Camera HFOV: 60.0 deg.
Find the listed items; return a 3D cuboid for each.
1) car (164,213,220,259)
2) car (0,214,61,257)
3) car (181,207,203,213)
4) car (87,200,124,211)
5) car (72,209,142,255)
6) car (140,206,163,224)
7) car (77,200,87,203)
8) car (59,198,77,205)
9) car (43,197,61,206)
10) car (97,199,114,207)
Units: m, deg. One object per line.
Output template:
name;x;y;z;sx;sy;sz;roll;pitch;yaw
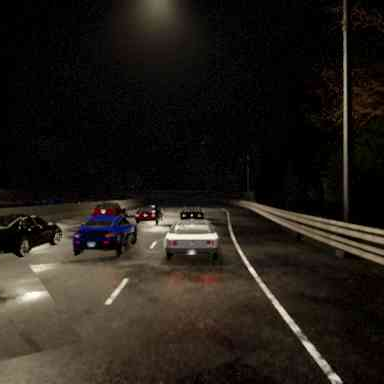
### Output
car;0.011;1.741;13.235;1.895;1.301;4.718;0;-1;0
car;-6.985;1.649;13.482;1.837;1.490;4.892;0;0;1
car;0.001;1.904;28.231;1.895;1.301;4.718;0;-1;0
car;-6.995;1.656;28.398;2.097;1.767;4.553;0;-1;1
car;-3.481;1.672;13.880;1.812;1.442;4.674;0;0;1
car;-3.507;1.843;27.507;2.033;1.411;5.357;0;-1;0
car;-21.044;2.355;67.340;1.895;1.301;4.718;0;-1;0
car;-24.544;2.260;67.368;1.837;1.490;4.892;0;-1;0
car;-28.044;1.985;67.339;2.150;2.045;5.566;0;-1;0
car;-17.544;2.286;67.372;2.128;1.511;4.902;0;-1;0
